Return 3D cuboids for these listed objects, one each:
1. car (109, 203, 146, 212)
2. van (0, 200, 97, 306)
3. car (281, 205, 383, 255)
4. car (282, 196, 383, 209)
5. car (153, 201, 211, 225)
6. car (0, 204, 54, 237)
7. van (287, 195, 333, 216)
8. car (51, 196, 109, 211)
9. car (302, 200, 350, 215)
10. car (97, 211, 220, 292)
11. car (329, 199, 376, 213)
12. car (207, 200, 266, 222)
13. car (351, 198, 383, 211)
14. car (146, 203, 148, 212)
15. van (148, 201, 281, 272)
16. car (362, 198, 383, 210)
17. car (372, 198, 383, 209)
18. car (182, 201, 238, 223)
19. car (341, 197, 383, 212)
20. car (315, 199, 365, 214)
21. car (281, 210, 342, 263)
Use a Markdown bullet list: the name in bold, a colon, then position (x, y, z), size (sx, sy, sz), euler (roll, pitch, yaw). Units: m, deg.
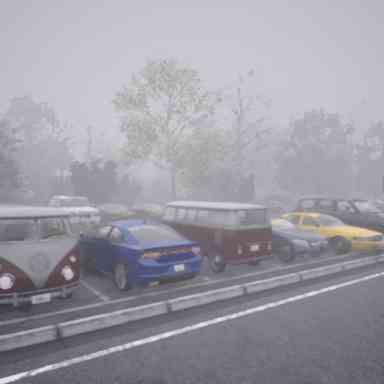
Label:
- **car**: position (-5.406, 1.542, 22.797), size (2.097, 1.535, 5.008), euler (0, 0, -35)
- **van**: position (-3.928, 1.290, 7.637), size (1.878, 1.987, 4.442), euler (0, 0, -35)
- **car**: position (5.244, 1.549, 14.093), size (1.946, 1.575, 5.366), euler (0, 0, -35)
- **car**: position (7.436, 1.309, 15.849), size (2.435, 2.045, 5.566), euler (0, 0, -35)
- **car**: position (-0.887, 1.560, 26.022), size (2.231, 1.521, 4.892), euler (0, 0, -35)
- **car**: position (-9.919, 1.526, 19.566), size (2.231, 1.521, 4.892), euler (0, 0, -36)
- **van**: position (12.608, 1.384, 35.780), size (1.878, 1.987, 4.442), euler (0, 0, -35)
- **car**: position (-7.646, 1.282, 21.158), size (2.435, 2.045, 5.566), euler (0, 0, -35)
- **car**: position (14.936, 1.659, 37.293), size (2.002, 1.452, 4.674), euler (0, 0, -35)
- **car**: position (-1.708, 1.526, 9.357), size (2.097, 1.535, 5.008), euler (0, 0, -35)
- **car**: position (19.456, 1.677, 40.518), size (2.002, 1.452, 4.674), euler (0, 0, -36)
- **car**: position (3.744, 1.573, 29.088), size (1.946, 1.575, 5.366), euler (0, 0, -35)
- **car**: position (23.972, 1.655, 43.748), size (2.097, 1.535, 5.008), euler (0, 0, -36)
- **car**: position (-3.146, 1.550, 24.409), size (2.097, 1.535, 5.008), euler (0, 0, -35)
- **van**: position (0.505, 1.309, 11.085), size (1.878, 1.987, 4.442), euler (0, 0, -35)
- **car**: position (26.238, 1.667, 45.349), size (2.231, 1.521, 4.892), euler (0, 0, -36)
- **car**: position (28.477, 1.705, 46.989), size (2.163, 1.488, 4.792), euler (0, 0, -35)
- **car**: position (1.359, 1.597, 27.651), size (2.163, 1.488, 4.792), euler (0, 0, -35)
- **car**: position (21.697, 1.520, 42.157), size (2.185, 1.767, 4.553), euler (0, 0, -36)
- **car**: position (17.198, 1.627, 38.904), size (2.097, 1.535, 5.008), euler (0, 0, -36)
- **car**: position (2.852, 1.583, 12.619), size (2.002, 1.452, 4.674), euler (0, 0, -35)
